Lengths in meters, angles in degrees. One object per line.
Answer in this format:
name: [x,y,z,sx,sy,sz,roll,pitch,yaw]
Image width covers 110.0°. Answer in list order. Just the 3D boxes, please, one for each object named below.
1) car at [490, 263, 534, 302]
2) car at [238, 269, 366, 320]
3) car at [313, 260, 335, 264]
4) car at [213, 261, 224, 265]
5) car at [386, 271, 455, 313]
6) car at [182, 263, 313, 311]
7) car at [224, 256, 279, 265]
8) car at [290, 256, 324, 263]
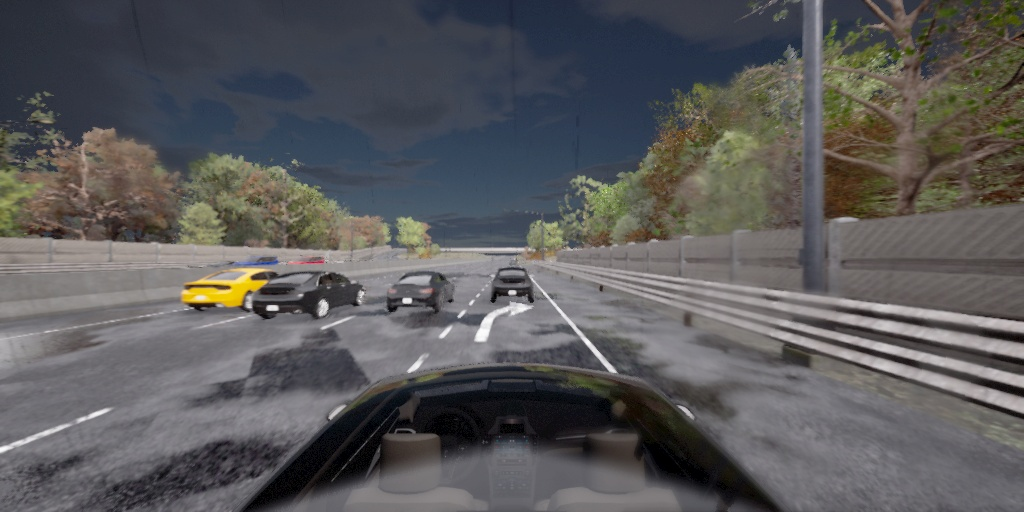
car: [0.013,1.276,17.230,1.837,1.490,4.892,0,0,0]
car: [-6.891,1.263,12.745,1.837,1.490,4.892,0,0,0]
car: [-21.028,1.415,42.301,1.895,1.301,4.718,0,0,0]
car: [-31.523,1.301,39.452,1.837,1.490,4.892,0,0,1]
car: [-3.389,1.288,13.905,1.812,1.442,4.674,0,0,0]
car: [-10.386,1.236,14.436,1.882,1.535,5.008,0,0,0]
car: [-28.023,1.021,39.341,2.150,2.045,5.566,0,0,1]
car: [-24.521,1.033,42.947,2.150,2.045,5.566,0,0,1]
